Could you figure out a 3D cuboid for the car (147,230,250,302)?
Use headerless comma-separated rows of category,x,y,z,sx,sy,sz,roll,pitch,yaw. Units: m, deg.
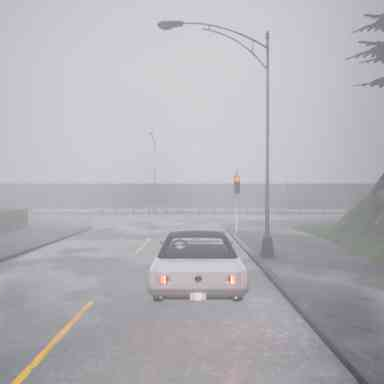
car,0.116,1.598,8.225,1.895,1.301,4.718,0,0,0
